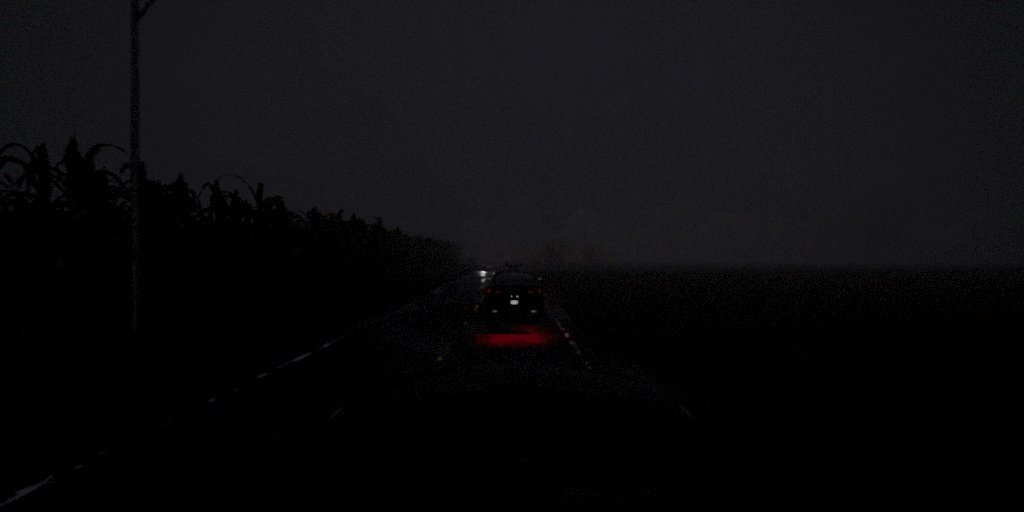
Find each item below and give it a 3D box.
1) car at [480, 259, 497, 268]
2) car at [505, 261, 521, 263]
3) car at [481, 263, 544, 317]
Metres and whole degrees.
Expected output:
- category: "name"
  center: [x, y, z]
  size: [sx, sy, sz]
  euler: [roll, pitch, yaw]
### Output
- category: "car"
  center: [-2.915, 1.144, 45.888]
  size: [1.812, 1.442, 4.674]
  euler: [0, 0, -1]
- category: "car"
  center: [0.105, 1.163, 30.325]
  size: [2.128, 1.511, 4.902]
  euler: [0, 0, 0]
- category: "car"
  center: [0.086, 1.198, 13.060]
  size: [1.882, 1.535, 5.008]
  euler: [0, 0, 0]
